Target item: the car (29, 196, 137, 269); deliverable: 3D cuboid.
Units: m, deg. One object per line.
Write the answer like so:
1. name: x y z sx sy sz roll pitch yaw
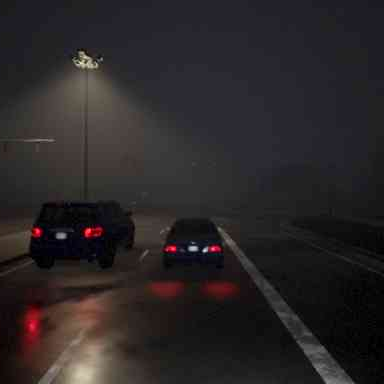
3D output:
1. car: -3.442 1.260 11.507 2.150 2.045 5.566 0 0 1

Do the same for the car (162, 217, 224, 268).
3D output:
1. car: 0.058 1.584 11.437 2.033 1.411 5.357 0 0 1

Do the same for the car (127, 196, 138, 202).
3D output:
1. car: -14.989 1.797 84.274 1.812 1.442 4.674 0 0 0
